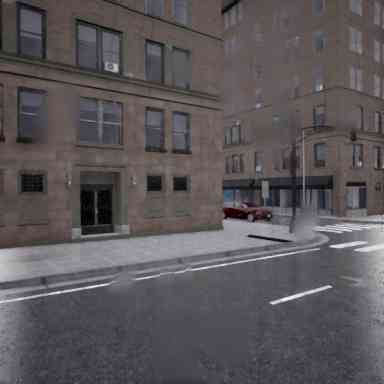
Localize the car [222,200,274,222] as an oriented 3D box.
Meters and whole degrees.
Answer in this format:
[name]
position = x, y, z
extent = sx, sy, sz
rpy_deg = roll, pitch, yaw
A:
[car]
position = 3.986, 1.411, 25.541
extent = 1.882, 1.535, 5.008
rpy_deg = -1, 1, -35
